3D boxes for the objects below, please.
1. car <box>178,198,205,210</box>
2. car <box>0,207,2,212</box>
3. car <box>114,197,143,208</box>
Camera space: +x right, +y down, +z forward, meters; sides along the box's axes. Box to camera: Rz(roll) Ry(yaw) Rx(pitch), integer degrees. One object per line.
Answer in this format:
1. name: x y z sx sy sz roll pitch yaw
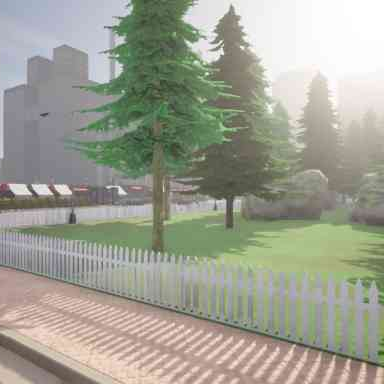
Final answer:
1. car: 0.109 1.491 43.208 2.128 1.511 4.902 0 0 34
2. car: -20.733 1.352 31.457 2.097 1.767 4.553 0 0 34
3. car: -9.213 1.492 48.498 2.128 1.511 4.902 0 0 34
